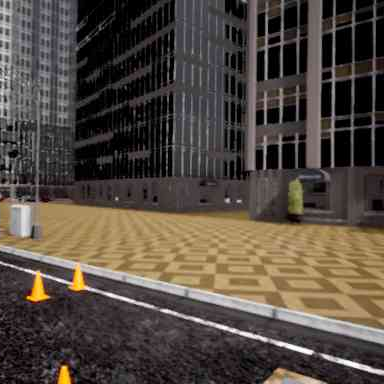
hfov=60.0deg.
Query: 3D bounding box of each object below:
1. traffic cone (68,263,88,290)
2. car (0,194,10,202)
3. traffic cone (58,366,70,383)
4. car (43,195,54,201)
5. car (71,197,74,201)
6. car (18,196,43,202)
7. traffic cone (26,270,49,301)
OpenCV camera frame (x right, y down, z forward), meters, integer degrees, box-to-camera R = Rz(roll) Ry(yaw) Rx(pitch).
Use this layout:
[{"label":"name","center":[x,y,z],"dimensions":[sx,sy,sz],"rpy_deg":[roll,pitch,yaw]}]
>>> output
[{"label":"traffic cone","center":[-2.725,1.995,7.966],"dimensions":[0.340,0.580,0.340],"rpy_deg":[0,-1,36]},{"label":"car","center":[-40.011,1.356,68.962],"dimensions":[4.097,1.590,1.967],"rpy_deg":[1,0,-40]},{"label":"traffic cone","center":[-1.232,1.973,3.195],"dimensions":[0.340,0.580,0.340],"rpy_deg":[0,-1,36]},{"label":"car","center":[-36.726,1.497,82.803],"dimensions":[4.507,1.381,1.887],"rpy_deg":[1,0,-40]},{"label":"car","center":[-26.997,1.619,80.000],"dimensions":[4.206,1.307,1.802],"rpy_deg":[1,0,-40]},{"label":"car","center":[-35.684,1.522,72.654],"dimensions":[4.313,1.339,1.947],"rpy_deg":[1,0,-40]},{"label":"traffic cone","center":[-3.310,1.981,7.155],"dimensions":[0.340,0.580,0.340],"rpy_deg":[0,-1,36]}]
